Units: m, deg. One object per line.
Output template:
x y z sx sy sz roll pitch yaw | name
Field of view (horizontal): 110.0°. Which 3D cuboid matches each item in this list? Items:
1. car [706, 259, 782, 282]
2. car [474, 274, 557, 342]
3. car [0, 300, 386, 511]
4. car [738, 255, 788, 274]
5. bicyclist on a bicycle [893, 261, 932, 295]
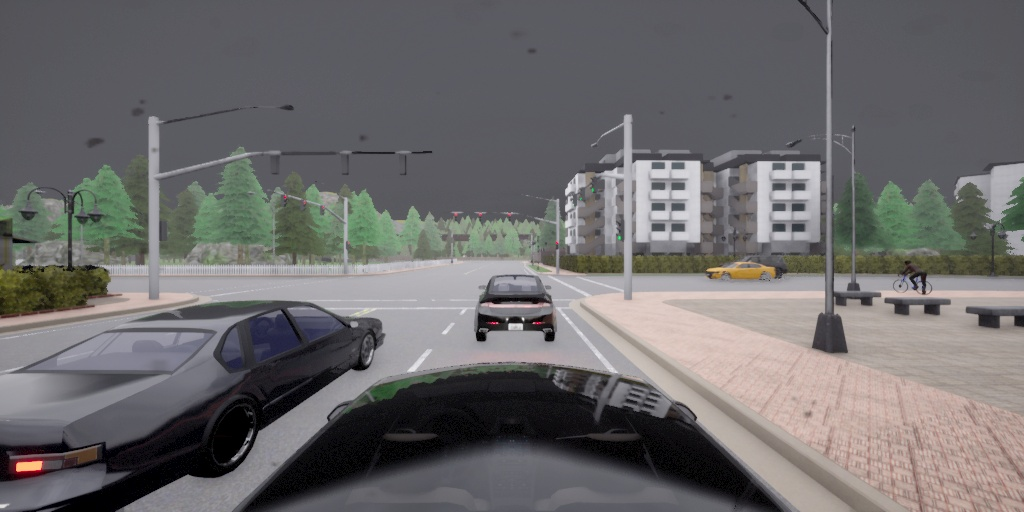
18.163 1.226 28.637 5.008 1.535 1.882 0 0 -1 | car
0.084 1.241 9.771 2.128 1.511 4.902 0 0 0 | car
-3.444 1.297 4.672 2.033 1.411 5.357 0 0 1 | car
21.485 0.969 32.193 5.566 2.045 2.150 0 0 1 | car
19.391 1.050 17.395 0.582 1.620 1.656 0 0 -3 | bicyclist on a bicycle
